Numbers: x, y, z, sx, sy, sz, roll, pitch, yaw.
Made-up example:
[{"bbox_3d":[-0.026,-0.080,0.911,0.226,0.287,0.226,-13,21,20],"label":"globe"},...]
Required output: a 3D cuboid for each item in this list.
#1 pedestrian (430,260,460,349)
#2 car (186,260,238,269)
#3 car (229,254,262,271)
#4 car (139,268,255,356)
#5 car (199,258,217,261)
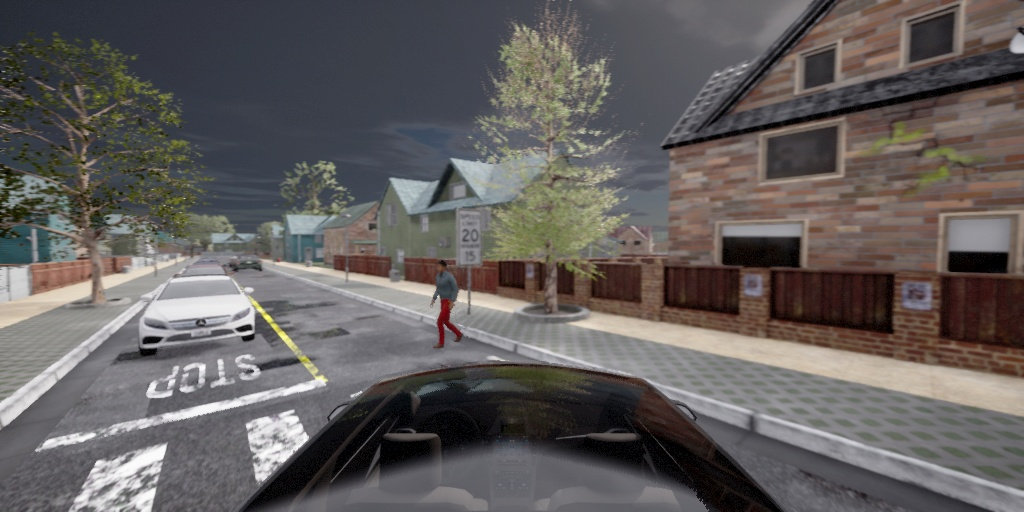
[{"bbox_3d":[-1.394,0.937,7.354,0.375,1.860,0.375,-4,4,-40],"label":"pedestrian"},{"bbox_3d":[-13.508,1.104,15.816,1.812,1.442,4.674,-2,2,-40],"label":"car"},{"bbox_3d":[-25.936,0.594,35.075,2.097,1.767,4.553,-2,2,-41],"label":"car"},{"bbox_3d":[-7.601,1.209,8.805,1.812,1.442,4.674,-2,2,-40],"label":"car"},{"bbox_3d":[-19.703,1.031,23.148,1.994,1.385,4.181,-2,2,-40],"label":"car"}]
